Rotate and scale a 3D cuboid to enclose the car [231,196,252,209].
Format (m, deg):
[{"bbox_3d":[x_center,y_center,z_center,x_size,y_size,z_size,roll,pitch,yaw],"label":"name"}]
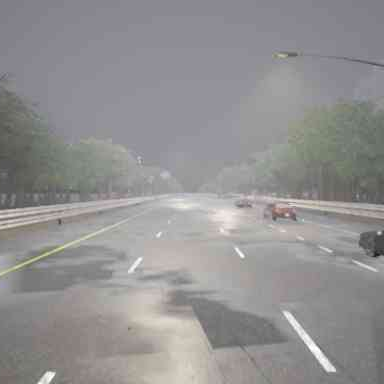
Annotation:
[{"bbox_3d":[7.058,1.602,46.495,1.895,1.301,4.718,0,0,0],"label":"car"}]

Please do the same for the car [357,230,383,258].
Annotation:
[{"bbox_3d":[7.006,1.549,9.783,2.033,1.411,5.357,0,0,0],"label":"car"}]

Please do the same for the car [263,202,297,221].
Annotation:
[{"bbox_3d":[7.029,1.535,26.818,1.812,1.442,4.674,0,0,0],"label":"car"}]
